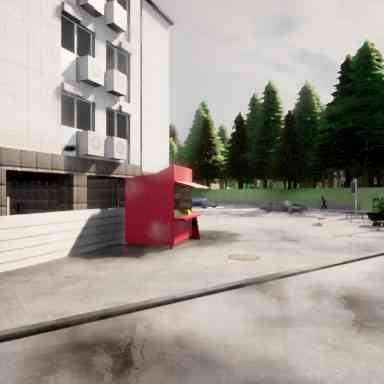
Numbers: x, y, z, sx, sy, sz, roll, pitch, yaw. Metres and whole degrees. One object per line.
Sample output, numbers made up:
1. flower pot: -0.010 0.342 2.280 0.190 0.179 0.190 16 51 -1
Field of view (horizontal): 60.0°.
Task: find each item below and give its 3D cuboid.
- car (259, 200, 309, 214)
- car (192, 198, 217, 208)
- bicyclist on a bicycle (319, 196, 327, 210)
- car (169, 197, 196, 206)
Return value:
1. car: 9.564 1.547 35.122 2.033 1.411 5.357 0 0 -35
2. car: 1.552 1.527 46.432 1.812 1.442 4.674 0 1 -36
3. bicyclist on a bicycle: 15.990 1.349 40.578 1.656 1.620 0.582 0 0 -35
4. car: -1.745 1.547 58.220 2.033 1.411 5.357 0 0 -35
